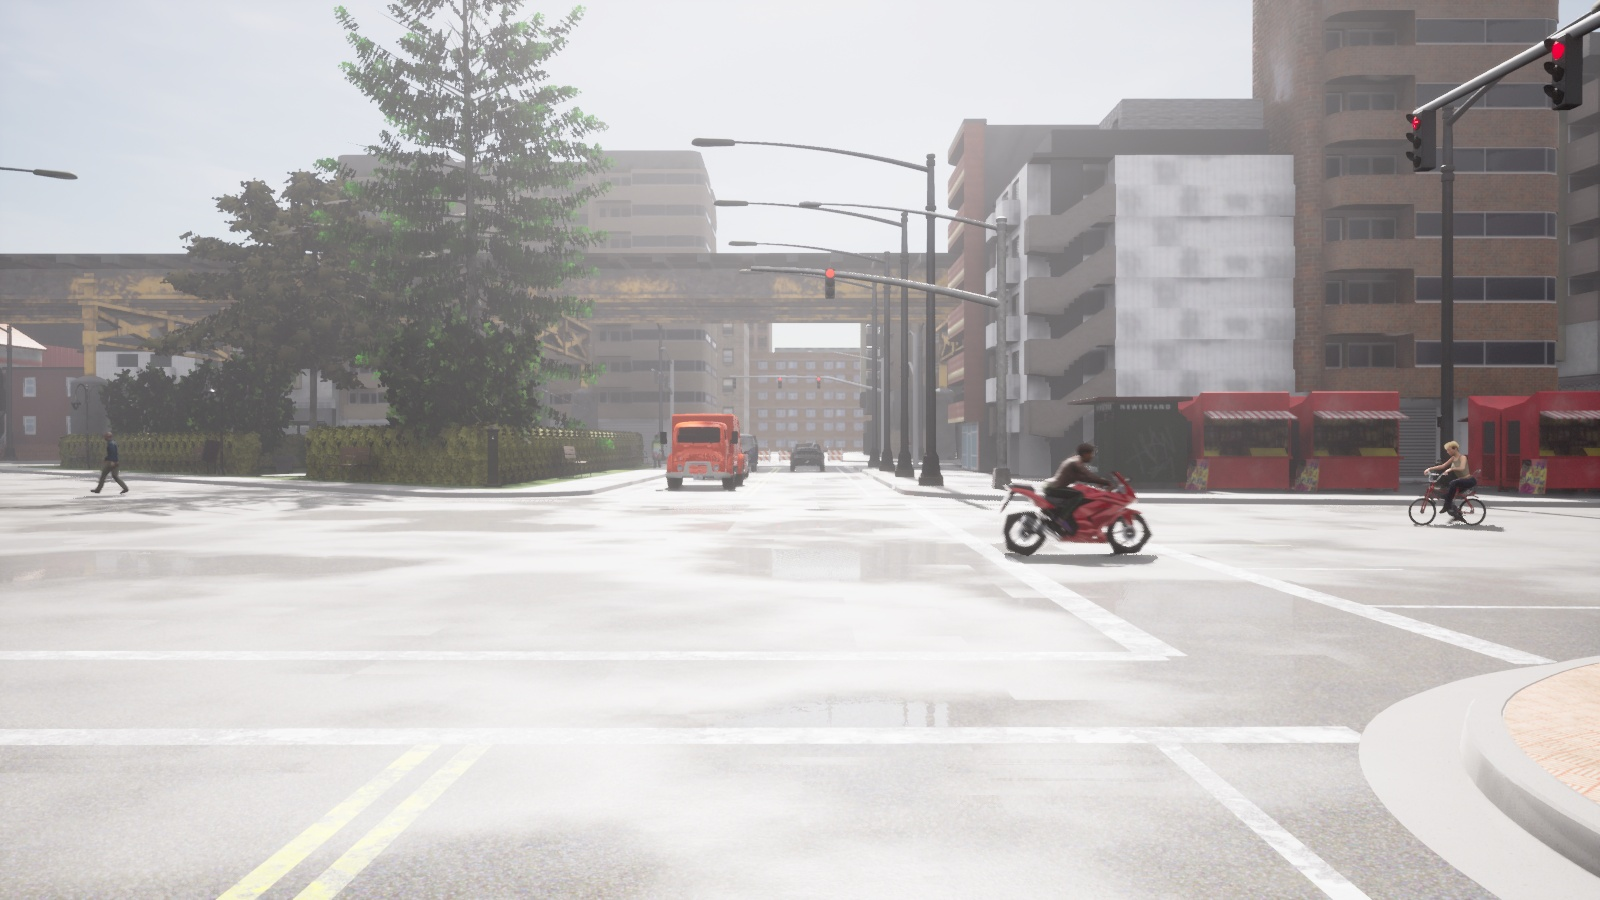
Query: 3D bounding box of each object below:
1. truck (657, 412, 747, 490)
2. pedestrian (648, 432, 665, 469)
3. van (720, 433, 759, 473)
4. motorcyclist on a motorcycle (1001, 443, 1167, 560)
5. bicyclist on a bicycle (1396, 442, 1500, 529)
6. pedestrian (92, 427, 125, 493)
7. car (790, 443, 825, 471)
[{"bbox_3d":[-3.240,0.017,42.607,2.627,2.467,5.204,0,0,0],"label":"truck"},{"bbox_3d":[-7.679,0.023,67.175,0.659,1.952,0.873,0,0,9],"label":"pedestrian"},{"bbox_3d":[-3.110,0.130,65.041,1.775,1.987,4.442,0,0,0],"label":"van"},{"bbox_3d":[3.796,0.673,16.881,2.044,1.523,0.797,0,0,0],"label":"motorcyclist on a motorcycle"},{"bbox_3d":[12.322,0.658,23.904,1.509,1.612,0.866,1,0,-1],"label":"bicyclist on a bicycle"},{"bbox_3d":[-19.430,0.280,35.295,0.726,1.842,0.402,0,0,-8],"label":"pedestrian"},{"bbox_3d":[0.406,0.366,68.269,1.837,1.490,4.892,0,0,0],"label":"car"}]
